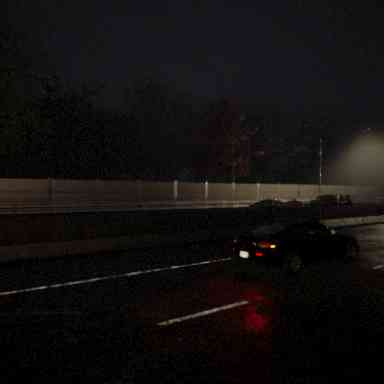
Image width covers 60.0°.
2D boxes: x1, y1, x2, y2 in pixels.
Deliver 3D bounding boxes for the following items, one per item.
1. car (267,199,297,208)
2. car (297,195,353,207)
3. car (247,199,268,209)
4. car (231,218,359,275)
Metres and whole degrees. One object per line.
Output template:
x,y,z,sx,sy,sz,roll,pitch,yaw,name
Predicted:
9.865,1.565,32.505,4.674,1.442,1.812,0,0,-36,car
12.306,1.262,29.963,5.566,2.045,2.150,0,0,-35,car
8.037,1.545,35.516,4.892,1.490,1.837,0,0,-35,car
3.304,1.535,10.422,4.674,1.442,1.812,0,0,-35,car
